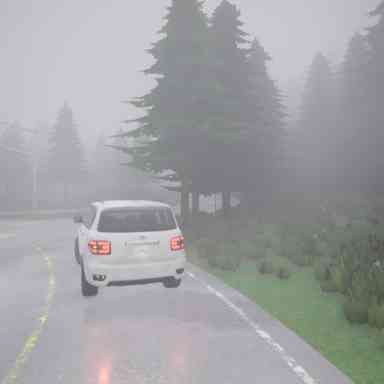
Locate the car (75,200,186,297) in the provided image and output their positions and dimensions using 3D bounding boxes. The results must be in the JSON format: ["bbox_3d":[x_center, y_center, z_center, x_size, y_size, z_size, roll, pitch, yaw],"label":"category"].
[{"bbox_3d":[-1.894,1.220,8.971,2.150,2.045,5.566,0,0,-20],"label":"car"}]
